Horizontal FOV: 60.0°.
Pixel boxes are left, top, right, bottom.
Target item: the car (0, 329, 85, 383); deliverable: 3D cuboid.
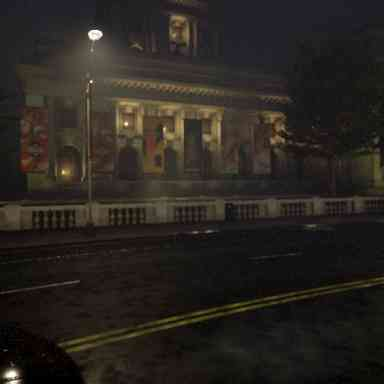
[{"bbox_3d":[-2.940,1.520,1.447,4.902,1.511,2.128,-1,1,-37],"label":"car"}]
